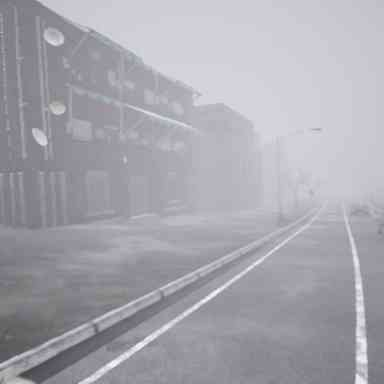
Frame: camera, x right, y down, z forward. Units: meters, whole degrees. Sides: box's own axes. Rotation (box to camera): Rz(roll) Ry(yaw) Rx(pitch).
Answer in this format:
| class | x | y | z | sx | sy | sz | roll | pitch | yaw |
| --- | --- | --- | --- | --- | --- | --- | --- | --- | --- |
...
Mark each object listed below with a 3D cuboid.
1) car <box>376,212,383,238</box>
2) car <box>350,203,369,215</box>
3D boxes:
| class | x | y | z | sx | sy | sz | roll | pitch | yaw |
| --- | --- | --- | --- | --- | --- | --- | --- | --- | --- |
| car | 10.892 | 1.585 | 17.370 | 1.882 | 1.535 | 5.008 | -2 | -2 | 24 |
| car | 19.669 | 1.967 | 39.200 | 1.895 | 1.301 | 4.718 | -3 | 1 | 24 |
